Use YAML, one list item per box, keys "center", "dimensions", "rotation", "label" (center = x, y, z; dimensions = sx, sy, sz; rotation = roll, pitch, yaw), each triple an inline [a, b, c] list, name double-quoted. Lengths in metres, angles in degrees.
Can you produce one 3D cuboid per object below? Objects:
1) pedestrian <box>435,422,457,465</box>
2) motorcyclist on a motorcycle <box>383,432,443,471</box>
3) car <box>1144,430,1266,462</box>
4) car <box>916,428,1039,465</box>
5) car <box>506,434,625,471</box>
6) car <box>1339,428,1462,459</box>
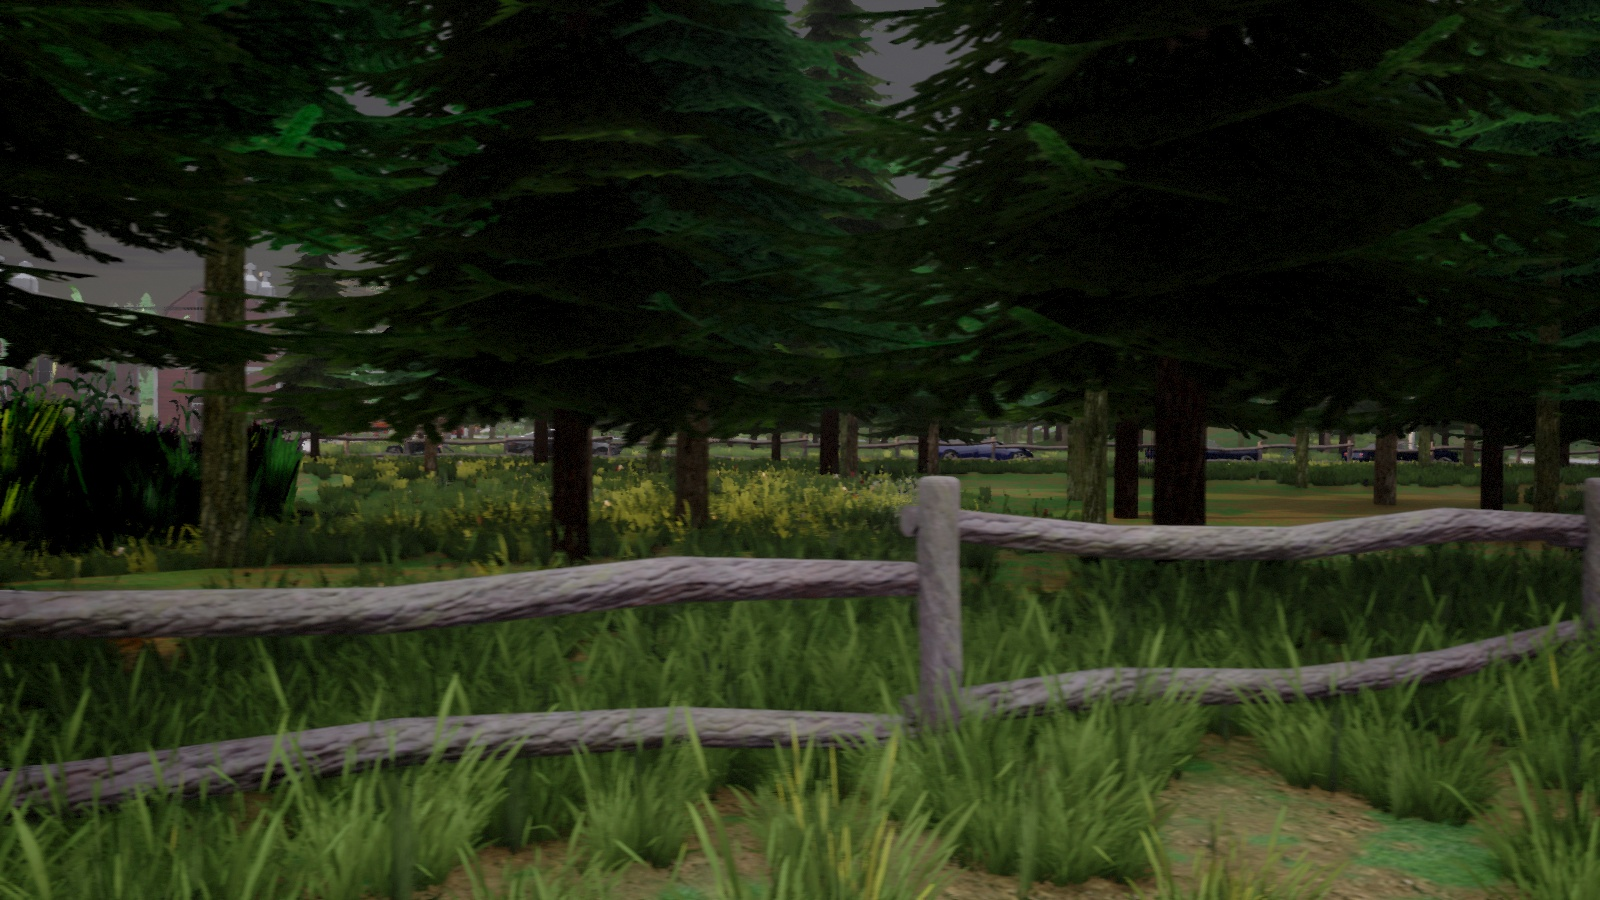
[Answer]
- center: [-16.428, -0.310, 58.272]
  dimensions: [0.873, 1.952, 0.659]
  rotation: [-1, 1, -28]
  label: "pedestrian"
- center: [-16.707, 0.045, 54.298]
  dimensions: [2.350, 1.649, 0.766]
  rotation: [-1, 1, -6]
  label: "motorcyclist on a motorcycle"
- center: [17.730, -0.189, 55.092]
  dimensions: [4.718, 1.301, 1.895]
  rotation: [-1, 1, -7]
  label: "car"
- center: [7.551, -0.156, 53.750]
  dimensions: [4.792, 1.488, 2.163]
  rotation: [-1, 1, -8]
  label: "car"
- center: [-9.563, 0.085, 51.530]
  dimensions: [4.674, 1.442, 1.812]
  rotation: [-1, 1, -6]
  label: "car"
- center: [26.916, -0.309, 56.312]
  dimensions: [4.718, 1.301, 1.895]
  rotation: [-1, 1, -8]
  label: "car"
